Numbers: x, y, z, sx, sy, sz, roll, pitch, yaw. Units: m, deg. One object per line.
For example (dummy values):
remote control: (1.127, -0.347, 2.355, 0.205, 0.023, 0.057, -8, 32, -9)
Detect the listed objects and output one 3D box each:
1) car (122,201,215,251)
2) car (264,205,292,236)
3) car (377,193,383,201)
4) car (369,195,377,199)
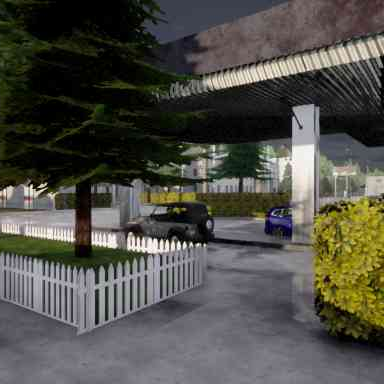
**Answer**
car: (-0.947, 1.313, 13.813, 3.866, 1.878, 1.905, 0, 0, 35)
car: (5.854, 1.480, 15.962, 4.611, 1.667, 2.242, 0, 0, 35)
car: (25.808, 1.077, 43.496, 1.905, 1.878, 3.866, 0, 0, 35)
car: (33.073, 1.298, 60.237, 2.007, 1.523, 4.514, 0, 0, 35)
